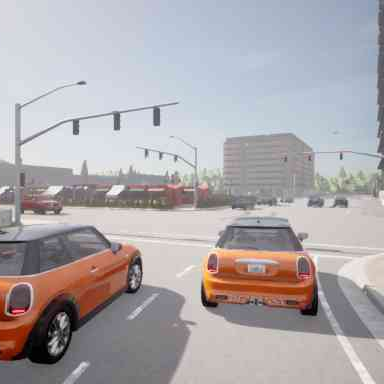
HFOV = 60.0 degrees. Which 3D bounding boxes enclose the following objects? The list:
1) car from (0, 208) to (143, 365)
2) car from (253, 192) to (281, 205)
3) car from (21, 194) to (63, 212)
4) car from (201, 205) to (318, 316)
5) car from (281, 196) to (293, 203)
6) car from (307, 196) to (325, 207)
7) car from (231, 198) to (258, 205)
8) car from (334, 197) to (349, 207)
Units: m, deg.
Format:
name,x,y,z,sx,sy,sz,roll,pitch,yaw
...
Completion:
name,x,y,z,sx,sy,sz,roll,pitch,yaw
car,-2.486,1.352,6.145,2.097,1.767,4.553,0,0,10
car,12.069,1.220,53.330,2.150,2.045,5.566,0,0,28
car,-16.095,1.277,34.834,5.566,2.045,2.150,0,0,28
car,1.631,1.352,7.851,2.097,1.767,4.553,0,0,14
car,18.960,1.492,66.374,2.128,1.511,4.902,0,0,28
car,19.339,1.352,51.734,2.097,1.767,4.553,0,0,28
car,6.648,1.601,42.977,1.895,1.301,4.718,0,0,28
car,23.043,1.504,51.267,1.837,1.490,4.892,0,0,28
